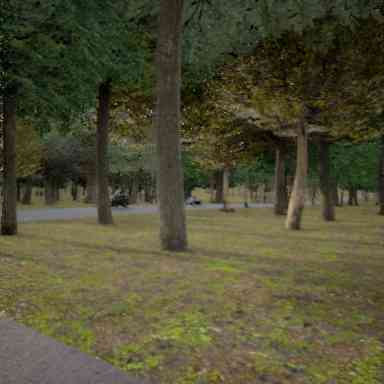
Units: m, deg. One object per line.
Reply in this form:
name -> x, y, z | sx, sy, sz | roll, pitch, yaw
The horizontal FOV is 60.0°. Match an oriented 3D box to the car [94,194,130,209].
car -> -11.322, 1.367, 47.623 | 2.150, 2.045, 5.566 | 3, 1, 31

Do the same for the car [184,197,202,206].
car -> 0.155, 1.797, 65.788 | 2.097, 1.767, 4.553 | 3, 0, 32
